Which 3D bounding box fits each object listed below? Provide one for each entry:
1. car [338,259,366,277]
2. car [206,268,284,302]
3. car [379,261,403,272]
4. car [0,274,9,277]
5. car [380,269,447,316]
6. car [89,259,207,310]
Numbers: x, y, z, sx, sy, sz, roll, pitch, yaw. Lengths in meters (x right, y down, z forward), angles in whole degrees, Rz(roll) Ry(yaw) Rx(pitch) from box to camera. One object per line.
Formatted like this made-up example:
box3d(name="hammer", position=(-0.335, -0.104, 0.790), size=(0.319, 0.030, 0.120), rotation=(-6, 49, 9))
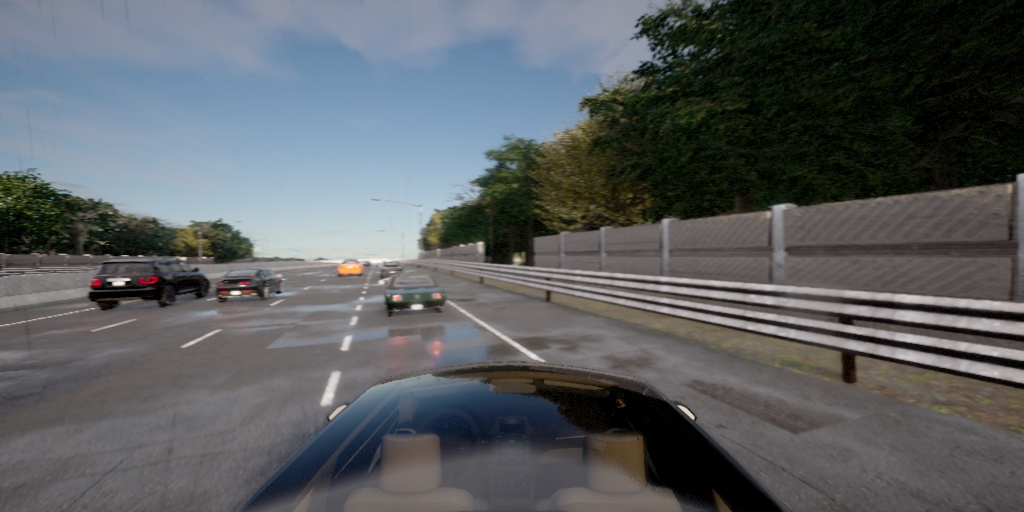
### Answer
box3d(name="car", position=(-16.140, 1.081, 36.064), size=(2.097, 1.767, 4.553), rotation=(-1, 0, -21))
box3d(name="car", position=(-12.967, 1.356, 17.975), size=(1.837, 1.490, 4.892), rotation=(-1, 1, -21))
box3d(name="car", position=(-10.781, 1.158, 32.049), size=(2.128, 1.511, 4.902), rotation=(-1, 1, -21))
box3d(name="car", position=(-43.232, 1.852, 28.400), size=(2.033, 1.411, 5.357), rotation=(-1, 0, -20))
box3d(name="car", position=(-3.786, 1.328, 13.448), size=(1.895, 1.301, 4.718), rotation=(-1, 1, -21))
box3d(name="car", position=(-16.084, 1.145, 16.308), size=(2.150, 2.045, 5.566), rotation=(-1, 1, -21))
